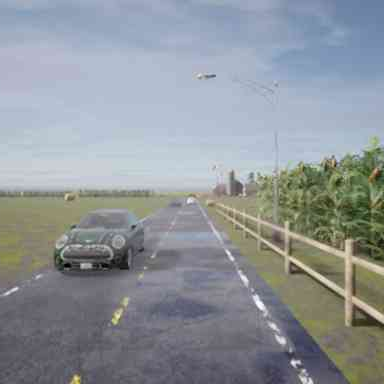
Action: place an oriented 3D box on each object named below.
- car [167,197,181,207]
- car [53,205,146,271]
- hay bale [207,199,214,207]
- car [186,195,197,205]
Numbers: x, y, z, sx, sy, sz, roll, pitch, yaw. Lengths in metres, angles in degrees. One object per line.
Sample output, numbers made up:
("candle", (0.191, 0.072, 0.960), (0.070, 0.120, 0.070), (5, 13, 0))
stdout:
("car", (-2.847, 1.533, 53.312), (2.097, 1.767, 4.553), (0, 0, 0))
("car", (-2.840, 1.389, 11.128), (2.097, 1.767, 4.553), (0, 0, 0))
("hay bale", (3.099, 1.845, 56.213), (1.220, 1.180, 1.240), (1, 0, 0))
("car", (-0.037, 1.747, 64.396), (1.812, 1.442, 4.674), (0, 0, 0))
